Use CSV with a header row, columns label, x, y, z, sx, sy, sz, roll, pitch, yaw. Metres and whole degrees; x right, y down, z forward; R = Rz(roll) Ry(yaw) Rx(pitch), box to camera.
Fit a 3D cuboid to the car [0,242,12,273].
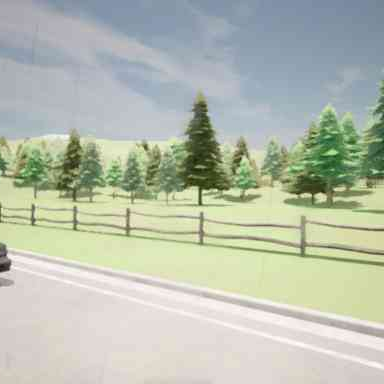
label,x,y,z,sx,sy,sz,roll,pitch,yaw
car,-6.913,1.499,8.896,5.357,1.411,2.033,0,0,36
